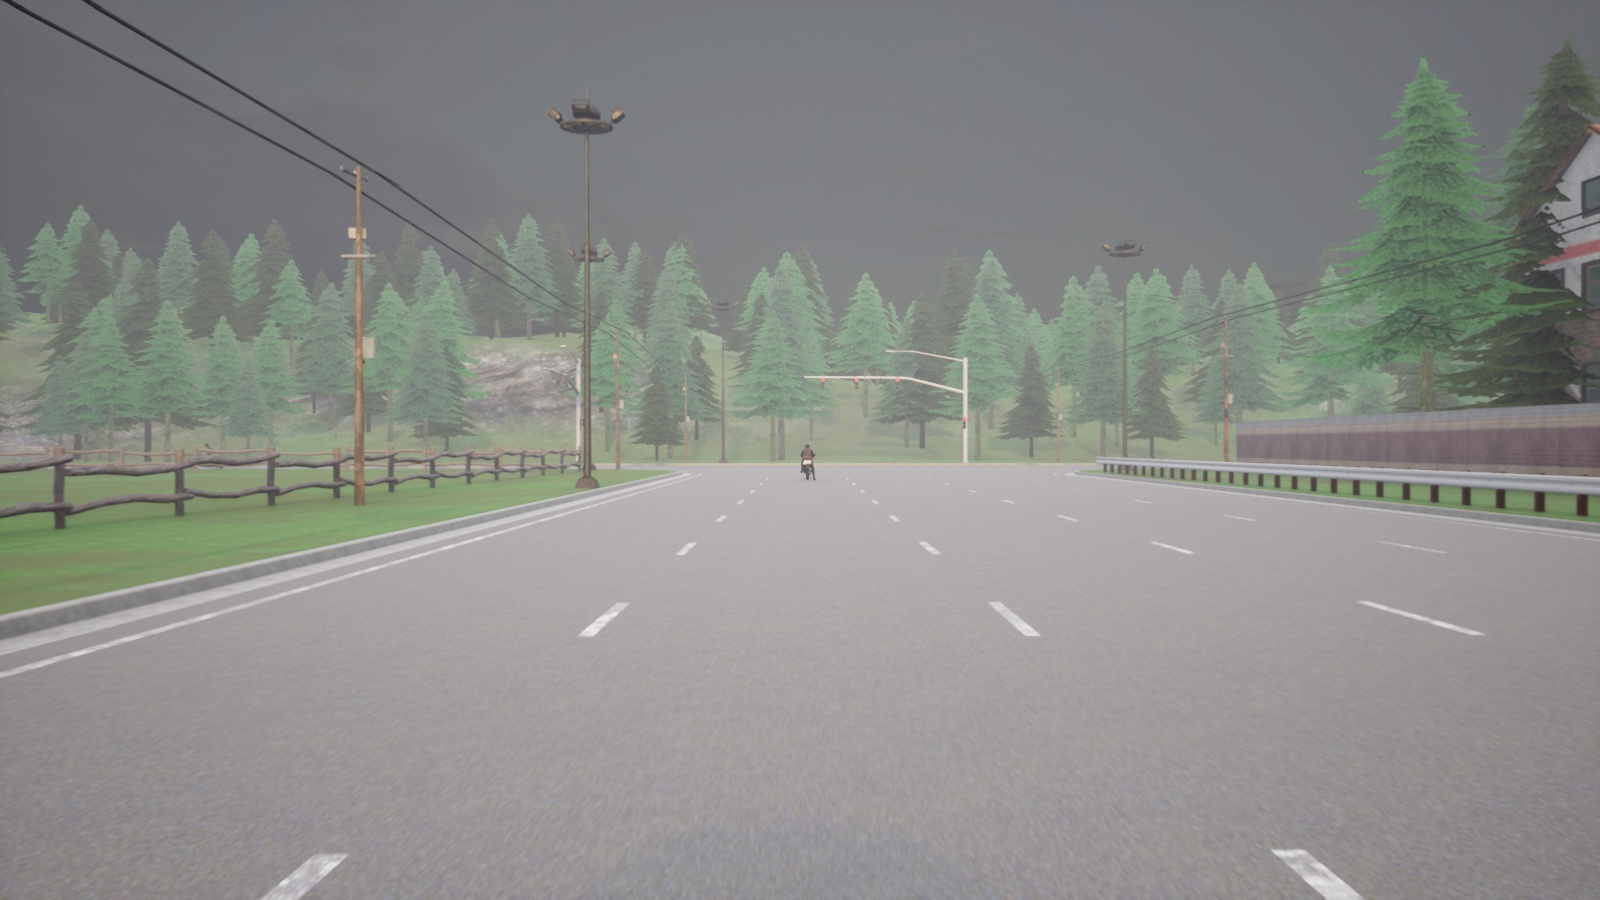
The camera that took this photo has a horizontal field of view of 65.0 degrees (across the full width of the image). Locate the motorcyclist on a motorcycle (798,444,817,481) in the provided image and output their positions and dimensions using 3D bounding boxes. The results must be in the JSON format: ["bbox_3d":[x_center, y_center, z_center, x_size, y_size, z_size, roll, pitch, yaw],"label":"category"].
[{"bbox_3d":[0.315,0.507,52.488,0.797,1.523,2.044,0,0,0],"label":"motorcyclist on a motorcycle"}]
